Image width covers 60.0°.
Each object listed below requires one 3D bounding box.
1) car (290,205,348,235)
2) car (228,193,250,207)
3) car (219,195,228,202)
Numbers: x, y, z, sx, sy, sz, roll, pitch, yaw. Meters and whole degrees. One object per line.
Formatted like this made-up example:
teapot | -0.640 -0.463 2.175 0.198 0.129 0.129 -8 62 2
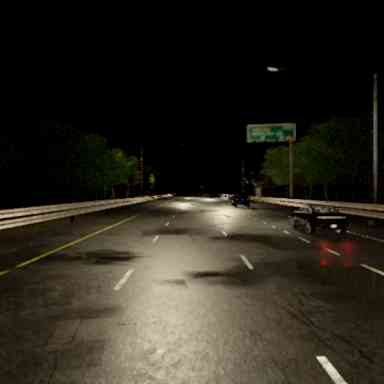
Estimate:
car | 7.021 1.489 18.875 2.128 1.511 4.902 0 0 0
car | 7.116 1.192 49.300 2.150 2.045 5.566 0 0 0
car | 7.199 1.472 73.362 1.812 1.442 4.674 0 0 0
